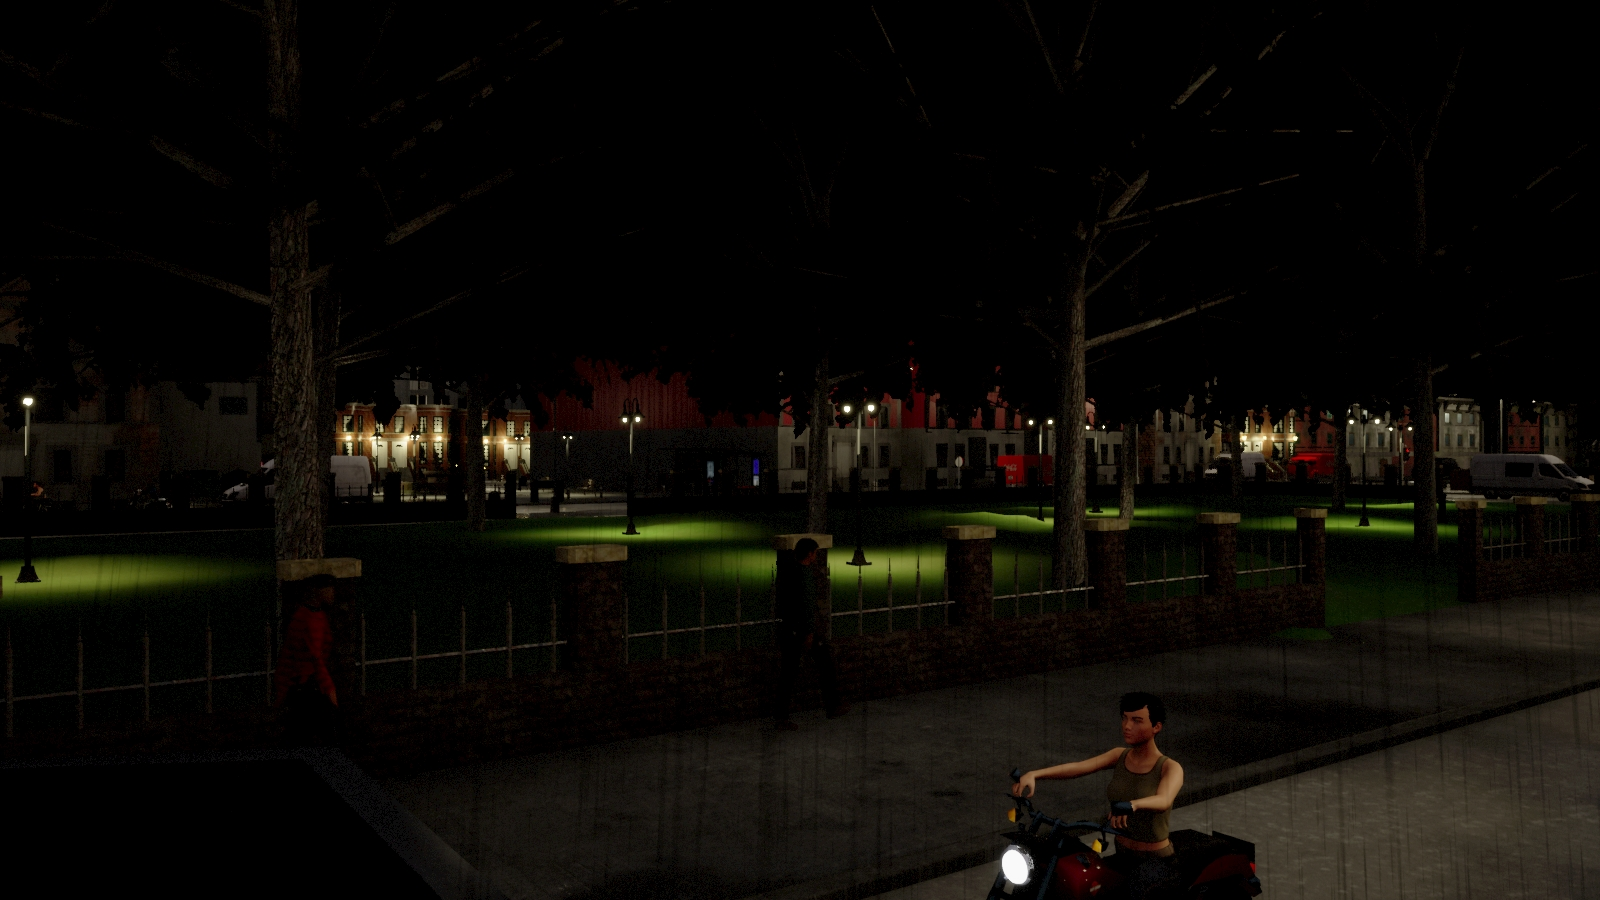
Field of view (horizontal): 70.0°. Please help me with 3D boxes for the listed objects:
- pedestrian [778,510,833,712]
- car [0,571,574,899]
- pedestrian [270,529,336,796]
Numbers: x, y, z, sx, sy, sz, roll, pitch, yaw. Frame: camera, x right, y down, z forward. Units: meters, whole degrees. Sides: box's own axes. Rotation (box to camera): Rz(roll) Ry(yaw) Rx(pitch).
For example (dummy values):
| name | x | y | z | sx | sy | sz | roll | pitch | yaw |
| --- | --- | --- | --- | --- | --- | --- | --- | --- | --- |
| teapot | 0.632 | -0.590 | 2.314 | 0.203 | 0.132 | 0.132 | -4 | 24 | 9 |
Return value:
| name | x | y | z | sx | sy | sz | roll | pitch | yaw |
| --- | --- | --- | --- | --- | --- | --- | --- | --- | --- |
| pedestrian | 0.051 | 1.522 | 10.960 | 0.375 | 1.860 | 0.375 | 0 | 0 | -34 |
| car | -3.767 | 1.534 | 1.768 | 6.274 | 2.098 | 2.390 | 0 | 0 | -35 |
| pedestrian | -3.643 | 1.523 | 8.371 | 0.375 | 1.860 | 0.375 | 0 | 0 | -35 |
